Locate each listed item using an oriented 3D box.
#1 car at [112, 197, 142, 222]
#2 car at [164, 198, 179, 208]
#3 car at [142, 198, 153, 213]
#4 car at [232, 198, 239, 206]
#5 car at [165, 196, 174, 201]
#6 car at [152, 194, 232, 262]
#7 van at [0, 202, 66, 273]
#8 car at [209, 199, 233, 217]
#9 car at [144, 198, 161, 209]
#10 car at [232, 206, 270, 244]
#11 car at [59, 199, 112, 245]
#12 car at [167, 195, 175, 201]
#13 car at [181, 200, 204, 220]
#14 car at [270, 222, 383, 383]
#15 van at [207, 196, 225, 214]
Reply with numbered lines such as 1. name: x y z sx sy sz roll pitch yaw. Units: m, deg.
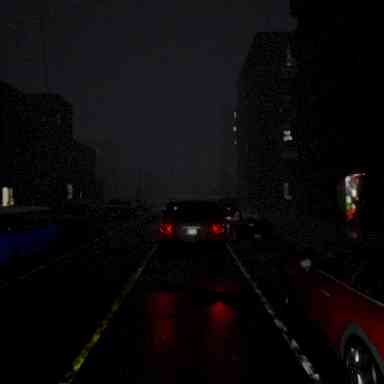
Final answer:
1. car: -5.680 1.348 26.675 2.192 1.841 5.009 1 0 0
2. car: -3.067 1.626 50.866 1.994 1.385 4.181 0 0 0
3. car: -5.686 1.486 37.489 1.967 1.590 4.097 1 0 0
4. car: 2.699 1.349 26.670 2.192 1.841 5.009 1 0 0
5. car: -5.781 1.645 86.259 1.887 1.381 4.507 1 0 0
6. car: 0.031 1.239 12.356 2.150 2.045 5.566 0 0 1
7. van: -5.676 1.355 10.453 1.690 1.788 3.998 1 0 0
8. car: 2.695 1.480 32.077 1.967 1.590 4.097 1 0 0
9. car: -5.693 1.609 48.303 2.008 1.369 4.403 1 0 0
10. car: 2.699 1.572 15.856 2.008 1.369 4.403 1 0 0
11. car: -5.677 1.336 15.860 2.192 1.841 5.009 1 0 0
12. car: -5.707 1.651 91.941 1.887 1.381 4.507 1 0 0
13. car: 0.045 1.514 29.739 1.882 1.535 5.008 0 0 0
14. car: 2.704 1.447 5.042 1.967 1.590 4.097 1 0 0
15. van: 2.695 1.387 37.485 1.690 1.788 3.998 1 0 0
